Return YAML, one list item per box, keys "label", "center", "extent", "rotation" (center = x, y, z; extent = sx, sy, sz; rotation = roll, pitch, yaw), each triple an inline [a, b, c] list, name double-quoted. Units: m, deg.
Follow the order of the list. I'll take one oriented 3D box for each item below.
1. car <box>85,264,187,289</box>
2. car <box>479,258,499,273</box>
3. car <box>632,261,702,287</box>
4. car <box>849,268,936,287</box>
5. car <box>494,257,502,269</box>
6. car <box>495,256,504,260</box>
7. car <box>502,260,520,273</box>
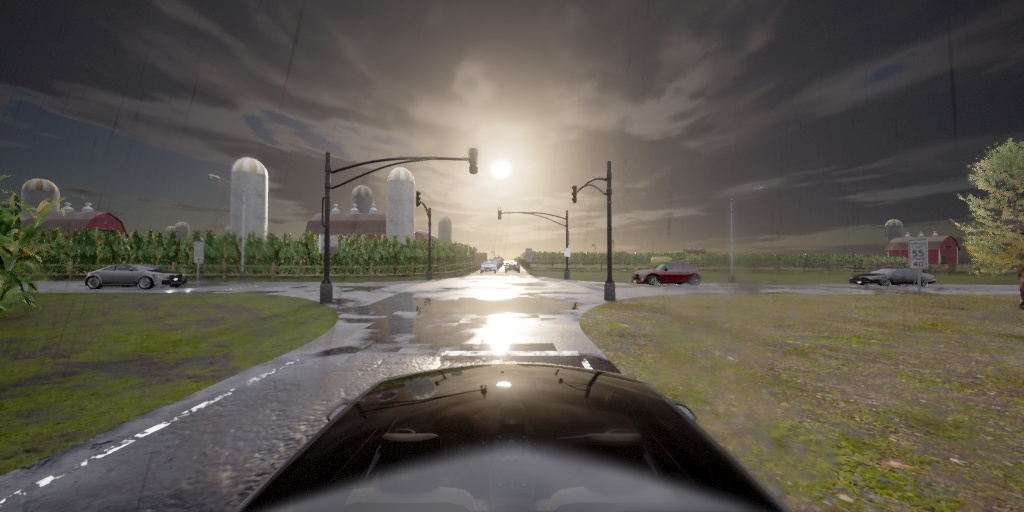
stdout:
- label: "car"
  center: [-20.968, 1.118, 20.125]
  extent: [4.181, 1.385, 1.994]
  rotation: [0, -1, -3]
- label: "car"
  center: [-2.807, 1.314, 43.480]
  extent: [1.812, 1.442, 4.674]
  rotation: [0, 0, -1]
- label: "car"
  center: [11.063, 1.255, 25.858]
  extent: [4.553, 1.767, 2.097]
  rotation: [1, -1, -4]
- label: "car"
  center: [28.720, 1.619, 27.106]
  extent: [5.357, 1.411, 2.033]
  rotation: [1, -1, -4]
- label: "car"
  center: [-2.861, 1.329, 53.510]
  extent: [1.812, 1.442, 4.674]
  rotation: [0, 0, 0]
- label: "car"
  center: [-2.873, 1.300, 63.751]
  extent: [1.882, 1.535, 5.008]
  rotation: [0, 0, 0]
- label: "car"
  center: [0.054, 1.391, 44.843]
  extent: [1.895, 1.301, 4.718]
  rotation: [0, 0, 0]
